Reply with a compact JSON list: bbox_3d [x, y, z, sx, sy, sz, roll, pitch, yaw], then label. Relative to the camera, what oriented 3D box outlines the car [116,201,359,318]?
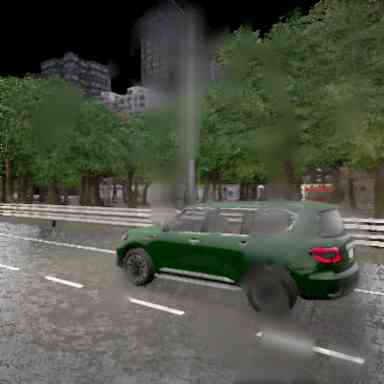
[{"bbox_3d":[0.725,1.221,7.650,5.566,2.045,2.150,0,0,36],"label":"car"}]
